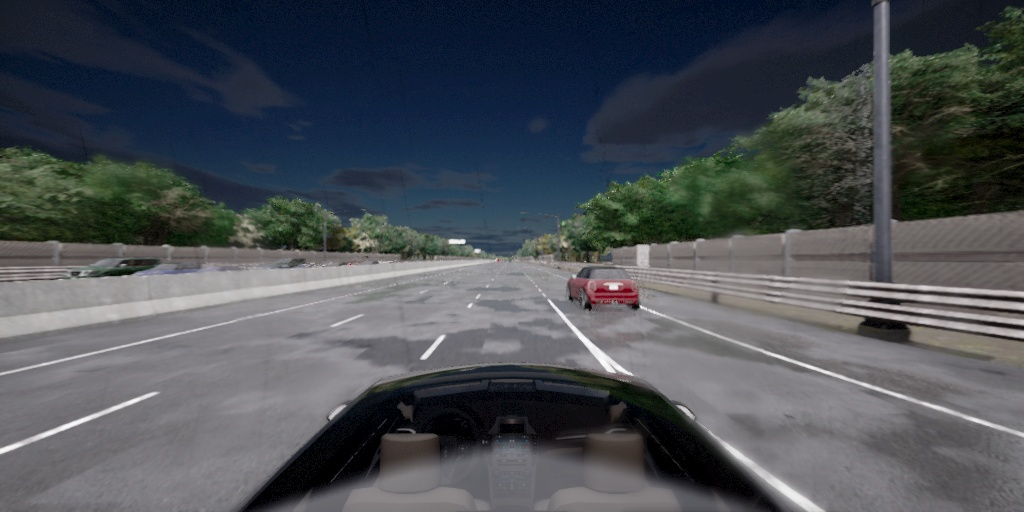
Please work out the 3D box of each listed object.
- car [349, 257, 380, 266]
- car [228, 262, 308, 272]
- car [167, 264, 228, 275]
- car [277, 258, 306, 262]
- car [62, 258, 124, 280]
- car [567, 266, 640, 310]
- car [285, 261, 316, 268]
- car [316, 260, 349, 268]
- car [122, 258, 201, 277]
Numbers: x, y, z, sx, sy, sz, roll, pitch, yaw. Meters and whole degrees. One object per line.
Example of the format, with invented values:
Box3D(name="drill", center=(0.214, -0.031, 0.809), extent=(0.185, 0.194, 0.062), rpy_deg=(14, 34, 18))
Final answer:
Box3D(name="car", center=(-17.620, 1.375, 44.058), extent=(2.097, 1.767, 4.553), rpy_deg=(0, 0, 0))
Box3D(name="car", center=(-17.601, 1.399, 26.270), extent=(2.128, 1.511, 4.902), rpy_deg=(0, 0, 0))
Box3D(name="car", center=(-21.100, 1.452, 25.847), extent=(2.033, 1.411, 5.357), rpy_deg=(0, 0, 0))
Box3D(name="car", center=(-28.093, 1.250, 45.159), extent=(2.150, 2.045, 5.566), rpy_deg=(0, 0, 0))
Box3D(name="car", center=(-28.094, 1.126, 25.736), extent=(2.150, 2.045, 5.566), rpy_deg=(0, -1, 0))
Box3D(name="car", center=(3.691, 1.191, 15.297), extent=(2.097, 1.767, 4.553), rpy_deg=(0, 0, -1))
Box3D(name="car", center=(-24.610, 1.614, 42.695), extent=(1.895, 1.301, 4.718), rpy_deg=(0, 0, 0))
Box3D(name="car", center=(-21.120, 1.522, 43.293), extent=(1.837, 1.490, 4.892), rpy_deg=(0, 0, 0))
Box3D(name="car", center=(-24.597, 1.257, 25.993), extent=(2.097, 1.767, 4.553), rpy_deg=(0, 0, 0))
